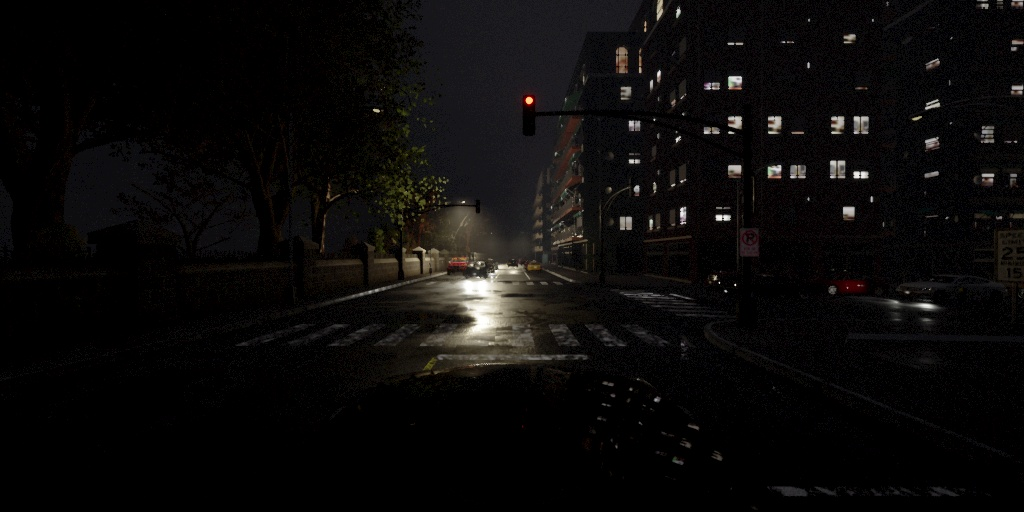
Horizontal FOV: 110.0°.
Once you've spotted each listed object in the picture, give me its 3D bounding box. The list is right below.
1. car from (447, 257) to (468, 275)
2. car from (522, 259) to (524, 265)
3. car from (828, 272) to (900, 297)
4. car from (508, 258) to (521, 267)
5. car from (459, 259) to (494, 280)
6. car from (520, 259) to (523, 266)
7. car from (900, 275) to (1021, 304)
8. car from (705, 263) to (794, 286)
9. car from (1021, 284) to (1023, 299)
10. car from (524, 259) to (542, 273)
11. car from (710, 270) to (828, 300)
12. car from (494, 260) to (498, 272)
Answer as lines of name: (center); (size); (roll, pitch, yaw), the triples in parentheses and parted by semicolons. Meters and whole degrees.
car: (-5.645, 1.069, 38.532); (2.192, 1.841, 5.009); (0, 0, 0)
car: (2.749, 1.307, 49.593); (1.888, 1.381, 4.507); (0, 0, 0)
car: (20.318, 1.671, 21.933); (4.507, 1.381, 1.888); (0, 0, 0)
car: (0.177, 1.319, 64.305); (2.033, 1.411, 5.357); (0, 0, -1)
car: (-3.062, 1.245, 31.831); (2.128, 1.511, 4.902); (0, 0, 0)
car: (2.756, 1.316, 55.128); (2.007, 1.370, 4.403); (0, 0, 0)
car: (23.667, 1.723, 19.343); (4.674, 1.442, 1.812); (1, 0, 0)
car: (14.623, 1.338, 21.922); (5.009, 1.841, 2.192); (0, 0, 0)
car: (31.539, 1.857, 21.954); (4.829, 1.417, 1.751); (0, 0, 0)
car: (2.743, 1.283, 44.228); (1.751, 1.417, 4.829); (0, 0, 0)
car: (13.725, 1.618, 19.327); (4.718, 1.301, 1.895); (1, 0, 0)
car: (-3.046, 1.263, 43.568); (1.837, 1.490, 4.892); (0, 0, 0)
